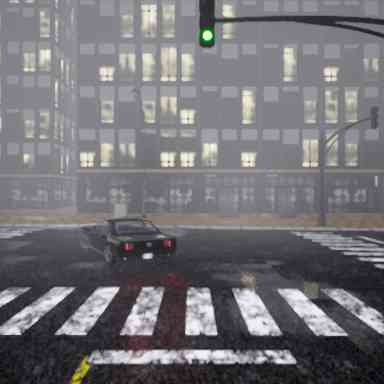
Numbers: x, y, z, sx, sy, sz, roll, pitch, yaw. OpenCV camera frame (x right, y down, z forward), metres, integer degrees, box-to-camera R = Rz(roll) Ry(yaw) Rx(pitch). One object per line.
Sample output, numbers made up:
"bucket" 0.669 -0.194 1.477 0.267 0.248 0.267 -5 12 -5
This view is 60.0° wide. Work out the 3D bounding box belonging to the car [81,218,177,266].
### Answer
"car" -2.416 1.546 11.481 1.895 1.301 4.718 1 0 -31
